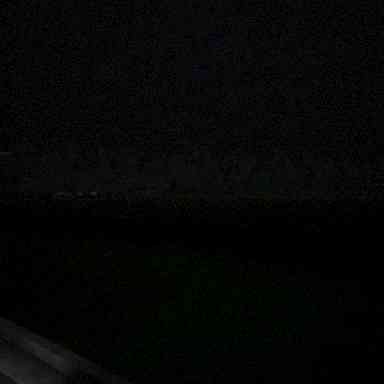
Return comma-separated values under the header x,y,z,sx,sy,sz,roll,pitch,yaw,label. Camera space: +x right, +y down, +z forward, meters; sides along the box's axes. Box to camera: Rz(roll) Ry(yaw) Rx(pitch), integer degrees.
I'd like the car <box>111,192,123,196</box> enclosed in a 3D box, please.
x,y,z,sx,sy,sz,roll,pitch,yaw,label
-20.994,0.801,93.049,1.882,1.535,5.008,1,0,12,car

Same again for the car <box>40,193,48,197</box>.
x,y,z,sx,sy,sz,roll,pitch,yaw,label
-36.814,0.922,85.677,2.033,1.411,5.357,1,0,12,car

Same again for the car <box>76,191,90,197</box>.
x,y,z,sx,sy,sz,roll,pitch,yaw,label
-26.432,0.817,84.023,2.097,1.767,4.553,1,0,12,car

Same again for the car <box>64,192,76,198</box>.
x,y,z,sx,sy,sz,roll,pitch,yaw,label
-29.869,1.038,84.699,1.895,1.301,4.718,1,0,12,car

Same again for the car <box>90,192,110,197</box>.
x,y,z,sx,sy,sz,roll,pitch,yaw,label
-23.019,1.055,83.253,1.994,1.385,4.181,1,0,12,car

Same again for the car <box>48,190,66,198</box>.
x,y,z,sx,sy,sz,roll,pitch,yaw,label
-33.378,0.627,84.997,2.150,2.045,5.566,1,0,12,car
